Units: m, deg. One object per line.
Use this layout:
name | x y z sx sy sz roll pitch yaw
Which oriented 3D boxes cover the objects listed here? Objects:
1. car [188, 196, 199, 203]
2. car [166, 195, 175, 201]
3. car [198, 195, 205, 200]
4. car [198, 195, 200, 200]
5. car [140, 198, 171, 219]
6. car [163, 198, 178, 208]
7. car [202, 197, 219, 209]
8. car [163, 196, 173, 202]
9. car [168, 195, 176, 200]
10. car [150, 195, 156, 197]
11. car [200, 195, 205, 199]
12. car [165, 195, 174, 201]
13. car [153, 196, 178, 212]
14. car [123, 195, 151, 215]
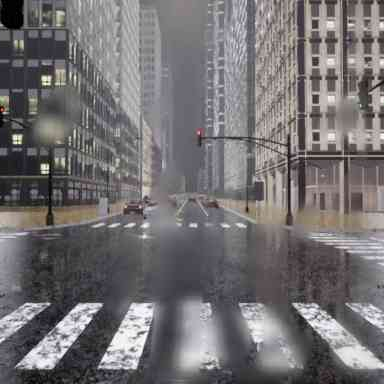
car | 0.082 1.573 70.418 2.033 1.411 5.357 0 0 0
car | -5.678 1.586 89.455 2.008 1.369 4.403 1 0 0
car | 2.702 1.582 95.112 1.887 1.381 4.507 1 0 0
car | 2.702 1.589 61.649 1.947 1.339 4.313 1 0 0
car | -3.105 1.536 29.176 1.812 1.442 4.674 0 0 0
car | -3.094 1.619 49.134 1.895 1.301 4.718 0 0 0
car | 2.702 1.599 44.916 1.802 1.307 4.206 1 0 0
car | -5.678 1.581 78.305 2.008 1.369 4.403 1 0 0
car | -5.679 1.603 95.030 1.947 1.339 4.313 1 0 0
car | -5.673 1.332 44.854 2.192 1.841 5.009 1 0 0
car | 2.704 1.546 56.242 1.752 1.417 4.829 1 0 0
car | -5.678 1.577 83.880 1.887 1.381 4.507 1 0 0
car | -3.101 1.562 38.841 2.033 1.411 5.357 0 0 0
car | -5.675 1.452 33.704 1.967 1.590 4.097 1 0 0
